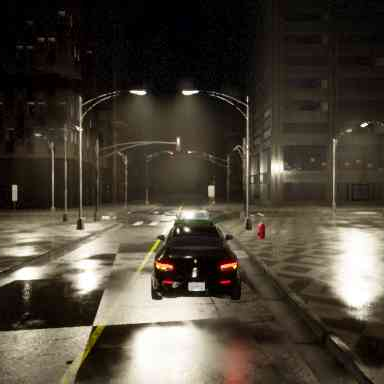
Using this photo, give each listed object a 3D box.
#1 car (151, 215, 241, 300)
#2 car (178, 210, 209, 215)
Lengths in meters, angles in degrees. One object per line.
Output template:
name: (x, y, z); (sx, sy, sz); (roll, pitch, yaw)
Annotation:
car: (0.083, 1.523, 8.236); (1.812, 1.442, 4.674); (0, 0, 0)
car: (0.071, 1.593, 17.260); (1.895, 1.301, 4.718); (0, 0, 0)
